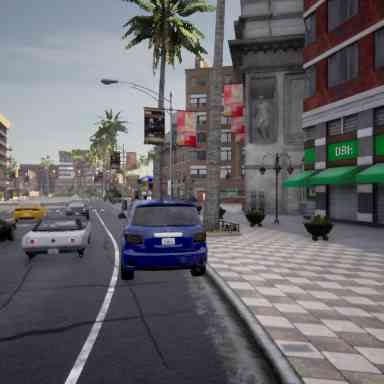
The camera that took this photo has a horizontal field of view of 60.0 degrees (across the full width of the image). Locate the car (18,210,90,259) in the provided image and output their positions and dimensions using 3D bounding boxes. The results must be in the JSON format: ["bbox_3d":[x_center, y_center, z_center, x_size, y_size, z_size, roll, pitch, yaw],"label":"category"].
[{"bbox_3d":[-4.966,1.597,12.803,1.895,1.301,4.718,0,0,-14],"label":"car"}]

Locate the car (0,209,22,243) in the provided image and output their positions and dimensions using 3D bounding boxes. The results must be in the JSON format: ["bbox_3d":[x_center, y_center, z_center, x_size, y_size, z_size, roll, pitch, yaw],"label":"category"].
[{"bbox_3d":[-8.666,1.593,13.606,1.895,1.301,4.718,0,0,-16],"label":"car"}]

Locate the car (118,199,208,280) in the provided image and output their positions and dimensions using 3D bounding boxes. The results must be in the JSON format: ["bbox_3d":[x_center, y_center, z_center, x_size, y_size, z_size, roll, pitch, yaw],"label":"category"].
[{"bbox_3d":[-1.055,1.218,10.220,2.150,2.045,5.566,0,0,-11],"label":"car"}]

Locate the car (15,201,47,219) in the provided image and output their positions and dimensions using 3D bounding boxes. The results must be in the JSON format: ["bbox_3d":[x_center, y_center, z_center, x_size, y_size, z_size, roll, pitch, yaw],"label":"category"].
[{"bbox_3d":[-12.592,1.467,26.155,1.882,1.535,5.008,0,0,-18],"label":"car"}]

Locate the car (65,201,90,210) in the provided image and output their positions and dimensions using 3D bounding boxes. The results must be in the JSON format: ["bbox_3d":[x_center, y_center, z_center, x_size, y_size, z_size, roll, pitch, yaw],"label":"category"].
[{"bbox_3d":[-9.592,1.517,27.914,1.812,1.442,4.674,0,0,-18],"label":"car"}]
